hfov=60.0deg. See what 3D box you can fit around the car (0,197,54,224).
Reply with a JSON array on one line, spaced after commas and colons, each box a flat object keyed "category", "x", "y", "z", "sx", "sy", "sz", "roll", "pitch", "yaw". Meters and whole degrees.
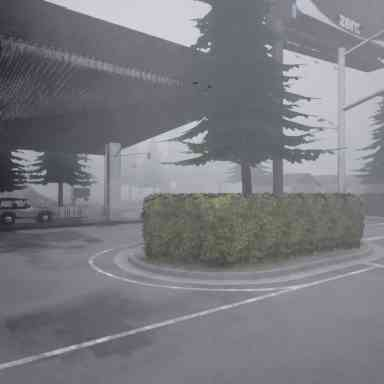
[{"category": "car", "x": -11.937, "y": 1.313, "z": 23.507, "sx": 3.866, "sy": 1.878, "sz": 1.905, "roll": 0, "pitch": 0, "yaw": -36}]
